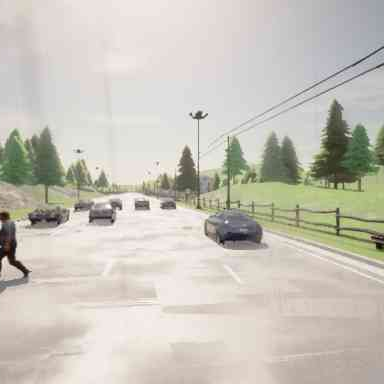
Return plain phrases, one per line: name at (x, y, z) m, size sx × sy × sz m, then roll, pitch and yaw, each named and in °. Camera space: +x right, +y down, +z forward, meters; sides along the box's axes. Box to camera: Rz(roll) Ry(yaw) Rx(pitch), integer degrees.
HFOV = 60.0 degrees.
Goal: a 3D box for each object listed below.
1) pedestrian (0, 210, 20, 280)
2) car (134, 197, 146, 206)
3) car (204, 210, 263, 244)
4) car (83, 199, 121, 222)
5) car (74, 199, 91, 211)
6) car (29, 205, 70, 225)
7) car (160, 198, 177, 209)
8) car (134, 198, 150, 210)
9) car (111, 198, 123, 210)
pedestrian at (-4.668, 1.294, 8.384) m, size 0.375 × 1.860 × 0.375 m, roll 0°, pitch 0°, yaw -7°
car at (-8.863, 1.601, 56.478) m, size 1.895 × 1.301 × 4.718 m, roll 0°, pitch 0°, yaw -10°
car at (1.842, 1.564, 15.951) m, size 1.994 × 1.385 × 4.181 m, roll 0°, pitch 0°, yaw -9°
car at (-6.935, 1.547, 26.063) m, size 2.033 × 1.411 × 5.357 m, roll 0°, pitch 0°, yaw -10°
car at (-13.216, 1.547, 41.081) m, size 2.033 × 1.411 × 5.357 m, roll 0°, pitch 0°, yaw -9°
car at (-10.138, 1.601, 24.039) m, size 1.895 × 1.301 × 4.718 m, roll 0°, pitch 0°, yaw -10°
car at (-3.276, 1.526, 45.196) m, size 1.812 × 1.442 × 4.674 m, roll 0°, pitch 0°, yaw -10°
car at (-6.551, 1.491, 43.636) m, size 2.128 × 1.511 × 4.902 m, roll 0°, pitch 0°, yaw -10°
car at (-10.040, 1.526, 43.265) m, size 1.812 × 1.442 × 4.674 m, roll 0°, pitch 0°, yaw -10°
